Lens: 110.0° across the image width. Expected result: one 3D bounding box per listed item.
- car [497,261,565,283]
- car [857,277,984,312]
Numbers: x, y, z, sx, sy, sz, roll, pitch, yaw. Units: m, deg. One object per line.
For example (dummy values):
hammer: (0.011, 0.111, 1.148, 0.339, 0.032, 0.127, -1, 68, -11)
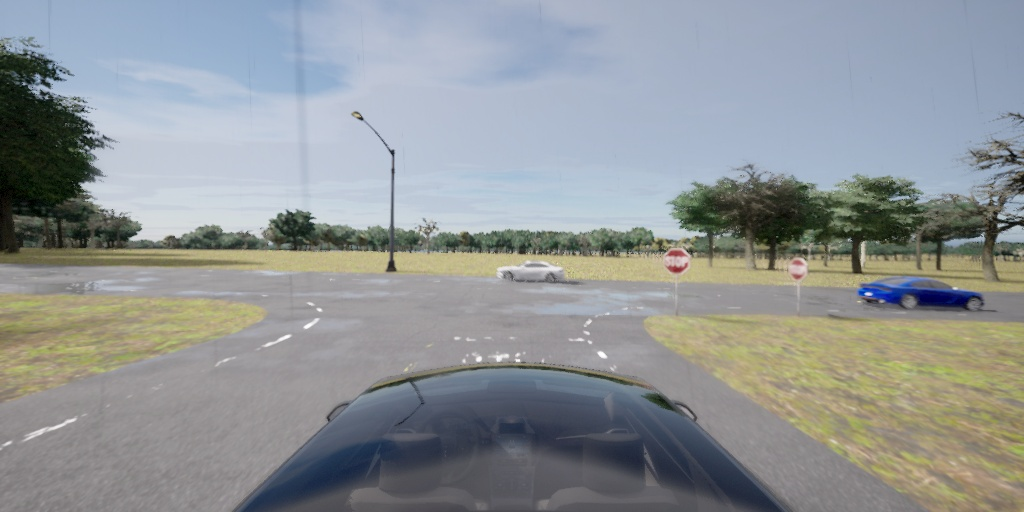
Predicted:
car: (1.326, 1.069, 24.926, 4.674, 1.442, 1.812, 2, 1, 0)
car: (20.235, 1.816, 17.839, 5.008, 1.535, 1.882, 2, 2, 0)
